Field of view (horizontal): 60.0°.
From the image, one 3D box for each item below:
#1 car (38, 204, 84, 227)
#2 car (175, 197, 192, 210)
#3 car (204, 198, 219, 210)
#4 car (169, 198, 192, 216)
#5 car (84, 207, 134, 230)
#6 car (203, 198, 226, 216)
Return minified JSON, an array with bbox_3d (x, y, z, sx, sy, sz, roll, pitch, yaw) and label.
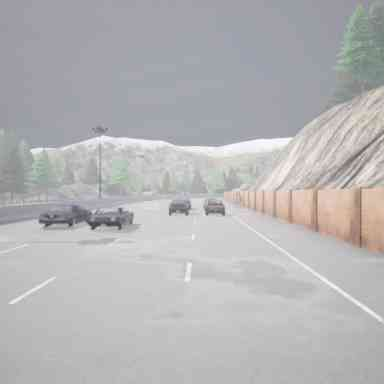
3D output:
[{"bbox_3d":[-8.475,1.548,22.819,2.033,1.411,5.357,0,0,2],"label":"car"},{"bbox_3d":[-1.050,1.478,43.466,1.882,1.535,5.008,0,0,1],"label":"car"},{"bbox_3d":[2.446,1.526,43.277,1.812,1.442,4.674,0,0,1],"label":"car"},{"bbox_3d":[-1.263,1.505,33.022,1.837,1.490,4.892,0,0,1],"label":"car"},{"bbox_3d":[-5.006,1.601,21.190,1.895,1.301,4.718,0,0,1],"label":"car"},{"bbox_3d":[2.234,1.491,32.831,2.128,1.511,4.902,0,0,1],"label":"car"}]
